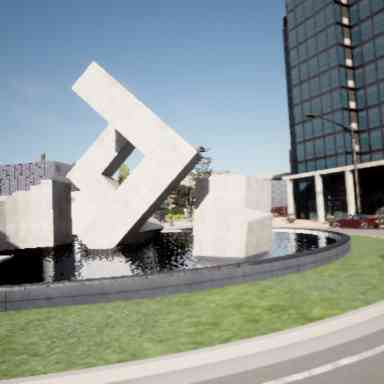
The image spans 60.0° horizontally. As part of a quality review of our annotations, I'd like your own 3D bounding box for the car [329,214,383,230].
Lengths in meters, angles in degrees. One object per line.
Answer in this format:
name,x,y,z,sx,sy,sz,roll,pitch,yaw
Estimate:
car,15.770,2.818,31.797,2.033,1.411,5.357,-1,-4,-28
